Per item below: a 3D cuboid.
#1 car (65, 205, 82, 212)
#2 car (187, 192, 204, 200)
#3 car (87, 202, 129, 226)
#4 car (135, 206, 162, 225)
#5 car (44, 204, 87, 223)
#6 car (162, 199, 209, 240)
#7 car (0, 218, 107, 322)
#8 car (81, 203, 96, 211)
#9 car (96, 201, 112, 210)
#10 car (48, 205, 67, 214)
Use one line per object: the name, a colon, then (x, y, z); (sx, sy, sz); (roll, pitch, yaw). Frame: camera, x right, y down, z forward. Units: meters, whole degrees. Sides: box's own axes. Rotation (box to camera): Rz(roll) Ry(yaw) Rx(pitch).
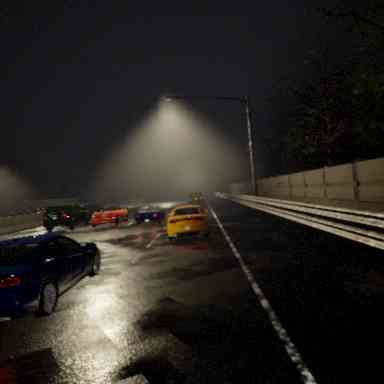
car: (-26.595, 3.700, 74.523); (1.895, 1.301, 4.718); (-5, 0, 1)
car: (0.547, 1.016, 45.874); (2.150, 2.045, 5.566); (-5, 0, 1)
car: (-6.771, 1.850, 27.958); (2.097, 1.767, 4.553); (-5, 0, 1)
car: (-3.287, 1.795, 26.838); (1.895, 1.301, 4.718); (-5, 0, 1)
car: (-10.278, 2.029, 27.738); (2.150, 2.045, 5.566); (-5, 0, 1)
car: (-0.156, 1.428, 17.196); (1.882, 1.535, 5.008); (-5, 0, 1)
car: (-3.771, 1.779, 8.101); (1.882, 1.535, 5.008); (-5, 0, 1)
car: (-23.113, 3.349, 74.463); (1.994, 1.385, 4.181); (-5, 0, 1)
car: (-19.630, 3.014, 74.373); (2.128, 1.511, 4.902); (-5, 0, 1)
car: (-30.090, 3.891, 74.642); (1.882, 1.535, 5.008); (-5, 0, 1)
